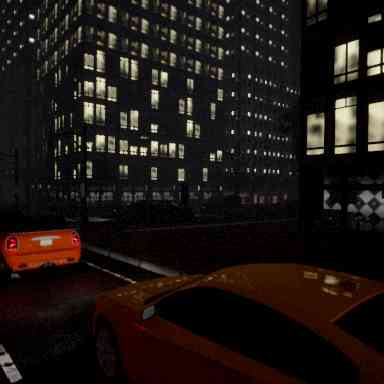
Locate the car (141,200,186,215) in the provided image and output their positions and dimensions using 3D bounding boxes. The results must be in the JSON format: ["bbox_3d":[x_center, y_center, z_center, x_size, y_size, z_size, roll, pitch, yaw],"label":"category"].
[{"bbox_3d":[-3.097,1.649,36.685,4.829,1.417,1.752,1,0,-39],"label":"car"}]

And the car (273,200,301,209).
[{"bbox_3d":[14.600,1.883,50.937,4.313,1.339,1.947,1,0,-39],"label":"car"}]

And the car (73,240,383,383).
[{"bbox_3d":[0.720,1.476,3.288,1.882,1.535,5.008,0,0,-40],"label":"car"}]

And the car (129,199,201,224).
[{"bbox_3d":[-2.096,1.524,26.729,5.009,1.841,2.192,1,0,-39],"label":"car"}]

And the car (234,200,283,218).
[{"bbox_3d":[6.819,1.834,33.911,4.829,1.417,1.752,1,0,-39],"label":"car"}]

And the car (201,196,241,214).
[{"bbox_3d":[3.472,1.443,38.635,5.566,2.045,2.150,1,0,-39],"label":"car"}]

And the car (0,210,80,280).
[{"bbox_3d":[-5.180,1.347,10.364,2.097,1.767,4.553,0,0,-40],"label":"car"}]

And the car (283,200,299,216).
[{"bbox_3d":[11.079,1.937,37.343,4.206,1.307,1.802,1,0,-39],"label":"car"}]

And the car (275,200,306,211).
[{"bbox_3d":[13.992,1.860,47.080,4.674,1.442,1.812,1,0,-38],"label":"car"}]

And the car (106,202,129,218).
[{"bbox_3d":[-5.692,1.643,31.268,4.674,1.442,1.812,1,1,-37],"label":"car"}]
